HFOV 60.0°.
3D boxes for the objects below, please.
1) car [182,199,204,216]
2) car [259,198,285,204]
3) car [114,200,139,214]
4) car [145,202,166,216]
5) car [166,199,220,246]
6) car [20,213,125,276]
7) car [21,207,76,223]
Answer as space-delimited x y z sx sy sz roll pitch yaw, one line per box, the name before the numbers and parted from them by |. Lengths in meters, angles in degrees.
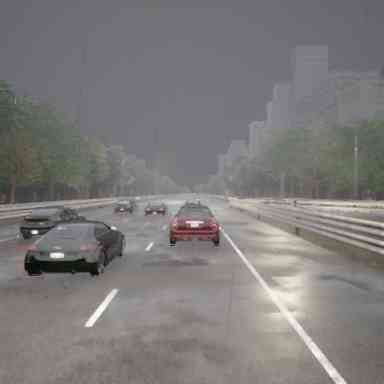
car | 0.114 1.500 33.828 2.128 1.511 4.902 0 0 0
car | 11.860 1.587 49.828 2.128 1.511 4.902 0 0 -26
car | -6.885 1.535 35.004 1.812 1.442 4.674 0 0 0
car | -3.384 1.609 32.509 1.895 1.301 4.718 0 0 0
car | 0.110 1.356 15.509 2.097 1.767 4.553 0 0 0
car | -3.394 1.567 10.387 1.994 1.385 4.181 0 0 0
car | -6.891 1.509 17.005 1.837 1.490 4.892 0 0 0
